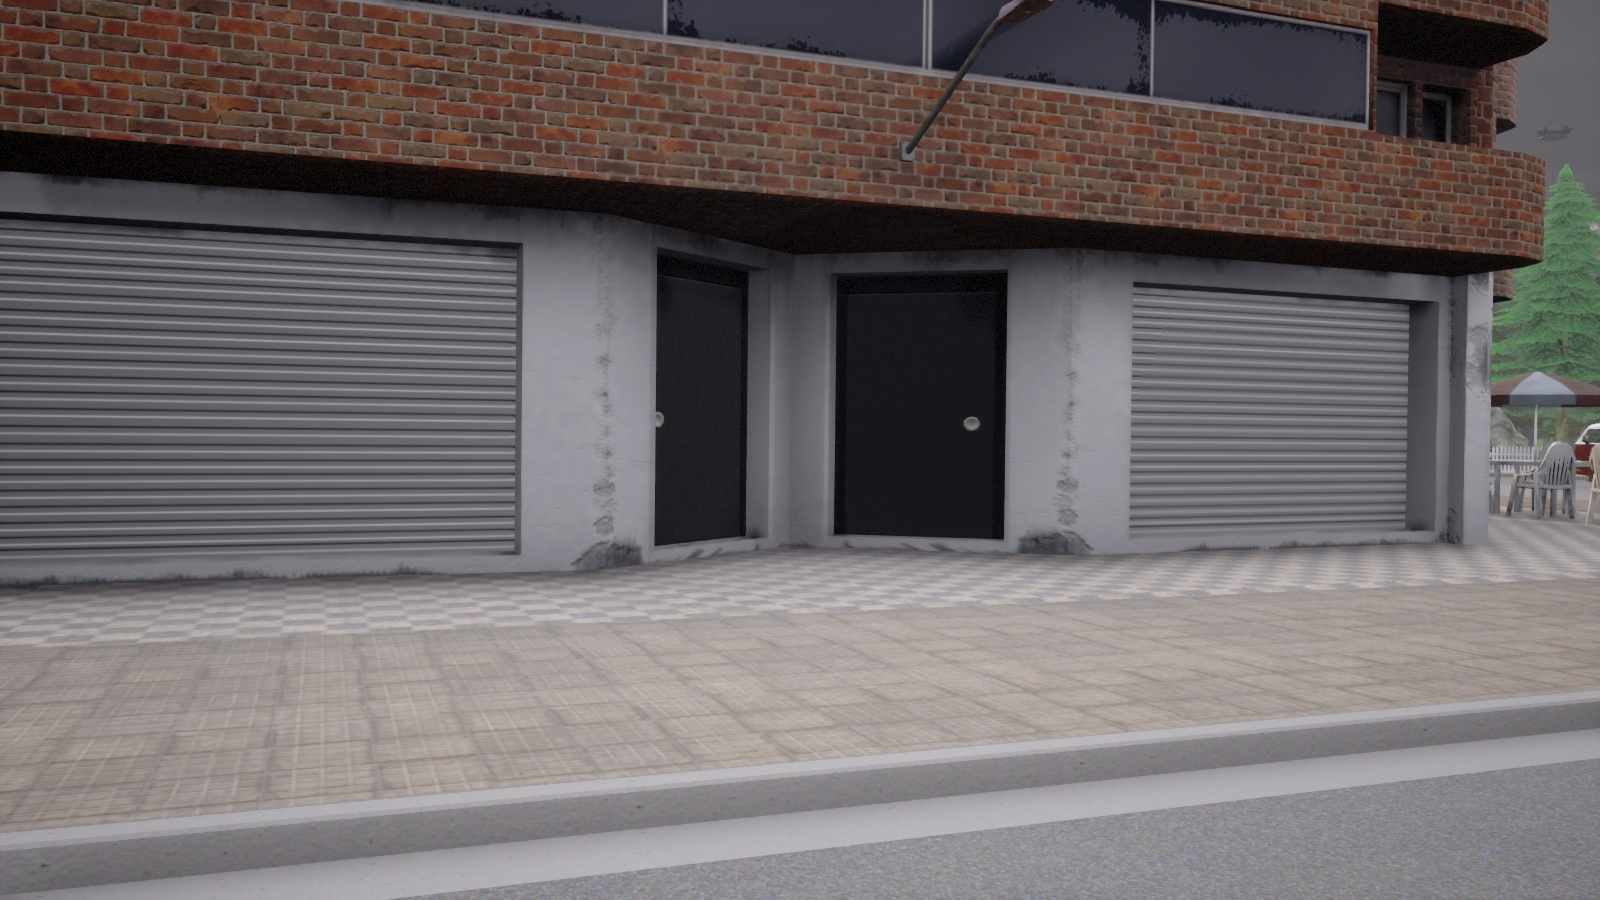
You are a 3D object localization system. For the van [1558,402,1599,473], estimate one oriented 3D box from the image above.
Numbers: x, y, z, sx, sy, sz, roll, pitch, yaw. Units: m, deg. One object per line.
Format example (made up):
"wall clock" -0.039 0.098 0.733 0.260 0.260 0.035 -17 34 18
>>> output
"van" 24.258 -0.372 35.532 2.069 2.038 4.480 -1 1 -21
